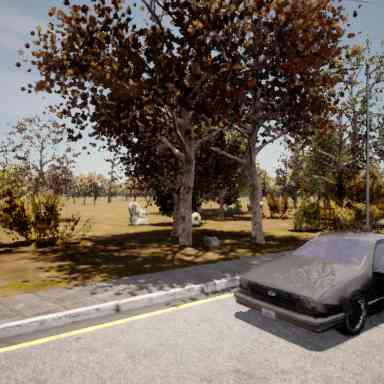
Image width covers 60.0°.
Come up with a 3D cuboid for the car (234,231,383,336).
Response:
[{"bbox_3d":[3.373,1.549,6.869,5.357,1.411,2.033,0,0,-36],"label":"car"}]
